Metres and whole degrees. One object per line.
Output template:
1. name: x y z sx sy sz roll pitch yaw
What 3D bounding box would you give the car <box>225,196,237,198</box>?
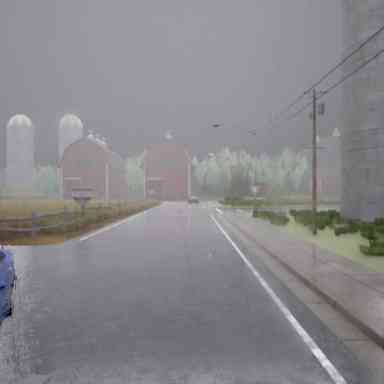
1. car: 10.365 1.540 80.378 4.718 1.301 1.895 1 0 -14

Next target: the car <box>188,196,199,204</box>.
1. car: 0.304 1.518 63.927 1.812 1.442 4.674 0 0 2

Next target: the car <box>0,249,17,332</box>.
1. car: -3.539 1.477 4.351 1.882 1.535 5.008 2 -1 -22
